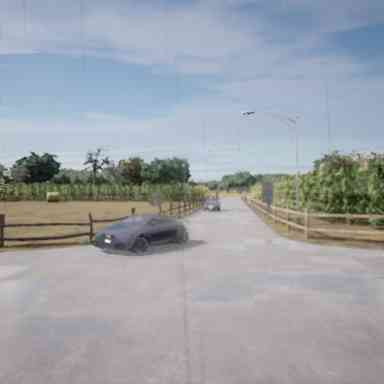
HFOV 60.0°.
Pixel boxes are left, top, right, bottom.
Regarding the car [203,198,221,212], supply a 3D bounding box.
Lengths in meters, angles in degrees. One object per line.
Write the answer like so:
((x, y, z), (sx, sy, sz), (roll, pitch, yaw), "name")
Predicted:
((2.398, 1.515, 38.872), (2.128, 1.511, 4.902), (0, 0, 7), "car")

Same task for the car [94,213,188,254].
((-1.956, 1.605, 13.828), (1.994, 1.385, 4.181), (1, 0, 34), "car")
